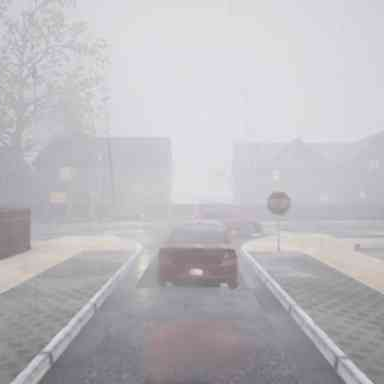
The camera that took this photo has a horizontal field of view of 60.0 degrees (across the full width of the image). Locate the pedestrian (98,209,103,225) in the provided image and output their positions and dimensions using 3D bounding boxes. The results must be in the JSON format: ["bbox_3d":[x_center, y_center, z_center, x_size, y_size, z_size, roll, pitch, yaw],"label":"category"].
[{"bbox_3d":[-6.742,1.508,24.557,0.375,1.860,0.375,0,-1,1],"label":"pedestrian"}]

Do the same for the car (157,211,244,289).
[{"bbox_3d":[0.261,1.536,9.430,1.882,1.535,5.008,0,0,4],"label":"car"}]

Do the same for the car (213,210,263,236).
[{"bbox_3d":[1.771,1.686,18.575,4.181,1.385,1.994,-1,-1,1],"label":"car"}]
